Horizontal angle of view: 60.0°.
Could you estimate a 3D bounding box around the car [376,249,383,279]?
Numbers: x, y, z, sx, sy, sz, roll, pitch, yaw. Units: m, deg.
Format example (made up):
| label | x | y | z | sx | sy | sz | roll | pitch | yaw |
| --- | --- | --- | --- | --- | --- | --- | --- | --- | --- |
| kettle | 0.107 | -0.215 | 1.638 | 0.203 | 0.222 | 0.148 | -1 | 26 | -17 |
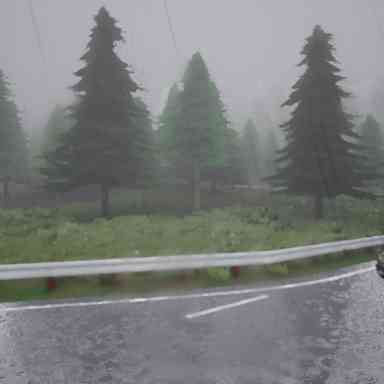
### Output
| label | x | y | z | sx | sy | sz | roll | pitch | yaw |
| --- | --- | --- | --- | --- | --- | --- | --- | --- | --- |
| car | 6.685 | 1.503 | 8.608 | 4.674 | 1.442 | 1.812 | 0 | 0 | -34 |
